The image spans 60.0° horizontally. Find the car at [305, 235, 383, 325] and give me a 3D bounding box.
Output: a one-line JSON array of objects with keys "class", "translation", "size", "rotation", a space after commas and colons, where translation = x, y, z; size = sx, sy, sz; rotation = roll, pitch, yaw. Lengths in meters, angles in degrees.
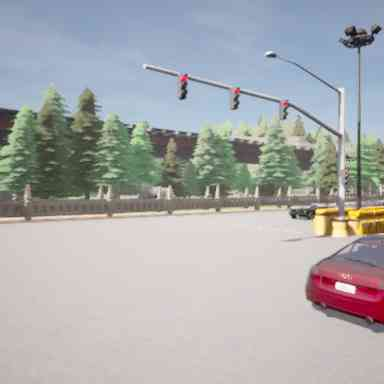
[{"class": "car", "translation": [4.206, 1.580, 6.744], "size": [4.181, 1.385, 1.994], "rotation": [0, 0, -35]}]

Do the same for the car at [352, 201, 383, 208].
[{"class": "car", "translation": [18.529, 1.624, 34.287], "size": [5.357, 1.411, 2.033], "rotation": [0, 0, -36]}]

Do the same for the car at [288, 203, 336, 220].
[{"class": "car", "translation": [10.454, 1.656, 28.603], "size": [4.718, 1.301, 1.895], "rotation": [0, 0, -35]}]
